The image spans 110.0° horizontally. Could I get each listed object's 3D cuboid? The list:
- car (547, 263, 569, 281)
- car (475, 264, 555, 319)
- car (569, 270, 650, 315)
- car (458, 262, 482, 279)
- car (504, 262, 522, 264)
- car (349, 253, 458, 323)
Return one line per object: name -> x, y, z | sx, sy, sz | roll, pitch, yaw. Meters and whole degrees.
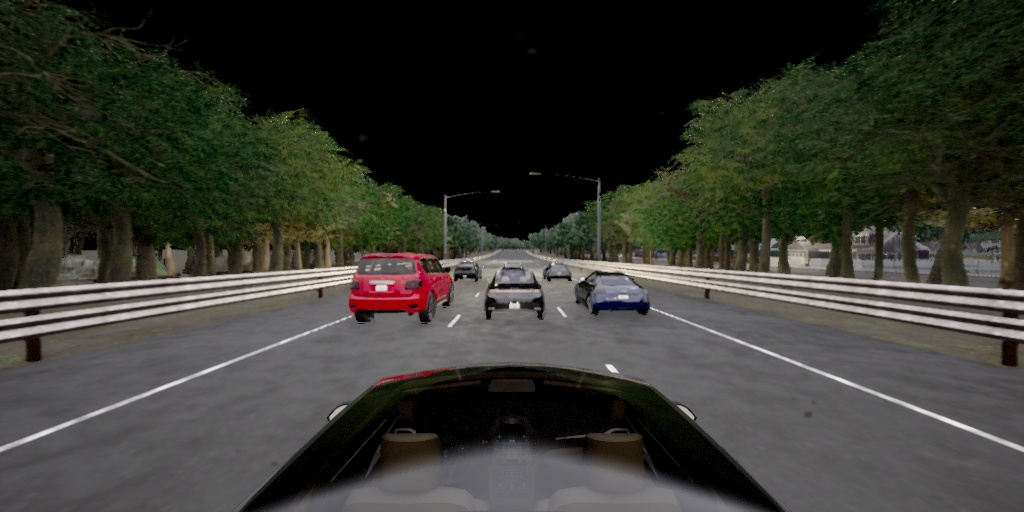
car -> 3.585, 1.278, 28.998 | 1.994, 1.385, 4.181 | 0, 0, 0
car -> 0.082, 1.215, 12.640 | 2.128, 1.511, 4.902 | 0, 0, 0
car -> 3.584, 1.287, 13.532 | 1.994, 1.385, 4.181 | 0, 0, 0
car -> -3.418, 1.220, 28.448 | 1.837, 1.490, 4.892 | 0, 0, 0
car -> 0.083, 1.207, 28.313 | 2.128, 1.511, 4.902 | 0, 0, 0
car -> -3.416, 0.944, 12.094 | 2.150, 2.045, 5.566 | 0, 0, 0
